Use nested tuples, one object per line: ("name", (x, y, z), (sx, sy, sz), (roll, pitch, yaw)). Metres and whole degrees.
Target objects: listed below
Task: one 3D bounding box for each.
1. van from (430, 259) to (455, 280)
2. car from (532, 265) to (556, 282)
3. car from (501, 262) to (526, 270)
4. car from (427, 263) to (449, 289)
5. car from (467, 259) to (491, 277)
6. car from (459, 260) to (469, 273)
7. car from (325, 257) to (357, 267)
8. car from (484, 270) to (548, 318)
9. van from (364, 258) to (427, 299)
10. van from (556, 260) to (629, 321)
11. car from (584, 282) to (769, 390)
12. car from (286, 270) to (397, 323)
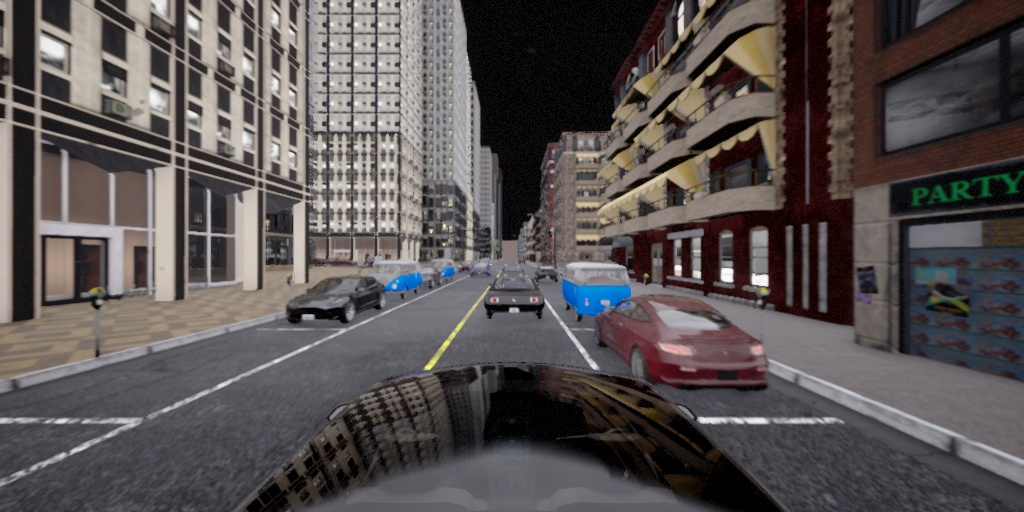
("van", (-5.696, 1.152, 29.141), (1.690, 1.789, 3.998), (0, 0, 0))
("car", (2.685, 1.362, 29.142), (2.007, 1.370, 4.403), (0, 0, 0))
("car", (0.077, 1.410, 28.158), (1.895, 1.301, 4.718), (0, 0, 0))
("car", (-5.695, 1.348, 23.492), (2.007, 1.370, 4.403), (0, 0, 0))
("car", (-3.097, 1.354, 36.237), (1.812, 1.442, 4.674), (0, 0, 0))
("car", (-5.700, 1.294, 46.086), (1.967, 1.591, 4.097), (0, 0, 0))
("car", (-26.733, 0.985, 56.837), (4.207, 1.307, 1.802), (0, 0, 0))
("car", (0.080, 1.375, 13.162), (1.895, 1.301, 4.718), (0, 0, 0))
("van", (-5.694, 1.125, 17.843), (1.690, 1.789, 3.998), (0, 0, 0))
("van", (2.689, 1.113, 12.197), (1.690, 1.789, 3.998), (0, 0, 0))
("car", (2.690, 1.342, 6.548), (1.802, 1.307, 4.207), (0, 0, 0))
("car", (-5.692, 1.338, 12.195), (1.948, 1.339, 4.313), (0, 0, 0))
